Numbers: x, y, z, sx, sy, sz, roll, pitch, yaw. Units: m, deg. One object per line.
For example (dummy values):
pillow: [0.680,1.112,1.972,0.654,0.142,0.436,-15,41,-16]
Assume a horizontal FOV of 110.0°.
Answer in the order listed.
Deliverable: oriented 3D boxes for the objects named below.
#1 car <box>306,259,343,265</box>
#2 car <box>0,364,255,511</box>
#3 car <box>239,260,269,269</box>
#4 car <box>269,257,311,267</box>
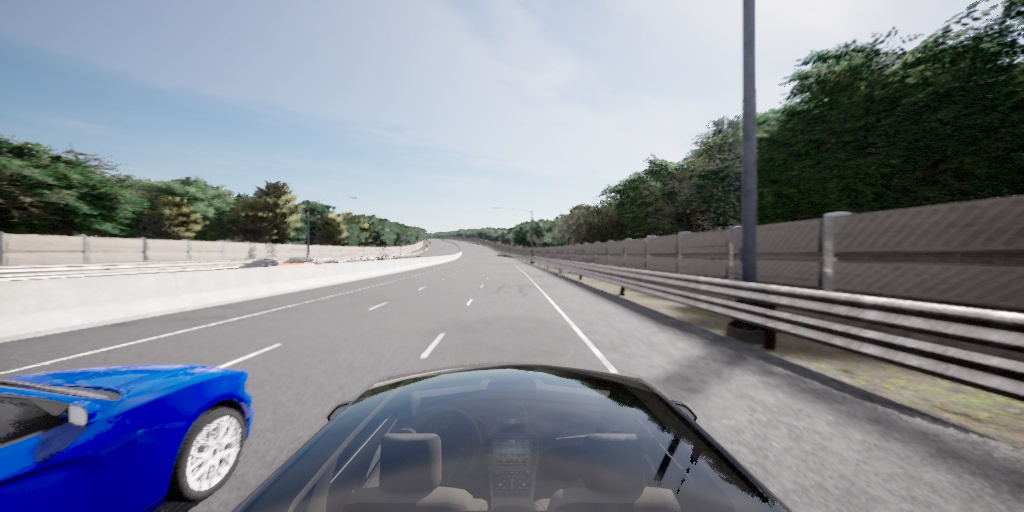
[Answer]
car: [-18.014,1.202,35.702,1.895,1.301,4.718,0,1,-1]
car: [-3.410,1.233,1.401,1.882,1.535,5.008,0,0,0]
car: [-25.016,1.125,35.849,1.837,1.490,4.892,0,1,-1]
car: [-21.518,0.962,35.811,2.097,1.767,4.553,0,1,-1]
